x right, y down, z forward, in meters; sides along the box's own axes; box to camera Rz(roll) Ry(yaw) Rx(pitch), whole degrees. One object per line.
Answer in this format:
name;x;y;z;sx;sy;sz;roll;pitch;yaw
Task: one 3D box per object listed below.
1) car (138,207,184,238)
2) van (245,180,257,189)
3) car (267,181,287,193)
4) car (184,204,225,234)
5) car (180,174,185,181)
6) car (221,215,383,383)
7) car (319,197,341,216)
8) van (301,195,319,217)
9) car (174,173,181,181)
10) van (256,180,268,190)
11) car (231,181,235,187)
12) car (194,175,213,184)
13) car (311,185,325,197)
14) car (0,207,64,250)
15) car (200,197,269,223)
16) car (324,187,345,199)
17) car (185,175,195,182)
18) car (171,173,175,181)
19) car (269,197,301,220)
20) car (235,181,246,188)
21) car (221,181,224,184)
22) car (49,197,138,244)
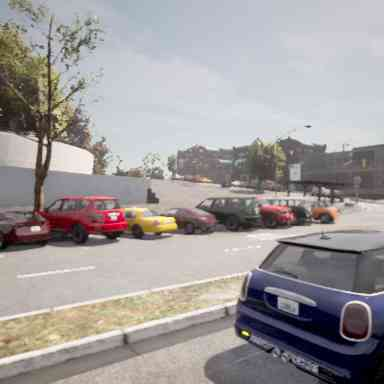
car;-3.336;1.540;18.033;5.366;1.575;1.946;-1;-1;35
van;13.642;-1.511;69.747;1.878;1.987;4.442;7;3;35
car;17.131;-0.739;64.913;2.231;1.521;4.892;7;3;35
car;-0.731;1.600;19.662;4.674;1.452;2.002;-1;-1;35
car;-0.259;-3.595;89.494;2.185;1.767;4.553;6;2;34
car;2.867;1.384;5.174;4.553;1.767;2.097;1;0;-35
car;9.154;1.514;26.551;4.553;1.767;2.185;-1;-1;35
van;6.747;1.393;24.799;4.442;1.987;1.878;-1;-1;35
car;-1.990;-3.829;91.964;2.185;1.767;4.553;4;1;33
van;15.372;-1.238;67.276;1.878;1.987;4.442;7;3;35
car;10.235;-1.789;74.797;2.002;1.452;4.674;7;3;35
car;3.386;-2.920;84.769;1.946;1.575;5.366;7;3;34
car;22.343;-0.173;57.528;2.435;2.045;5.566;7;3;35
car;-8.099;1.532;14.458;4.792;1.488;2.163;-1;-1;35
car;1.697;1.329;21.422;5.566;2.045;2.435;-1;-1;35
car;24.033;0.388;55.055;2.002;1.452;4.674;7;3;35
car;1.536;-3.443;87.029;2.435;2.045;5.566;7;3;34
car;-3.762;-4.107;94.311;2.435;2.045;5.566;1;-2;34
car;4.209;1.349;23.128;5.566;2.045;2.435;-1;-1;35
car;12.066;-1.557;72.477;1.946;1.575;5.366;7;3;35
car;8.492;-2.062;77.259;2.002;1.452;4.674;7;3;35
car;-5.654;1.270;16.205;5.566;2.045;2.435;-1;-1;34
